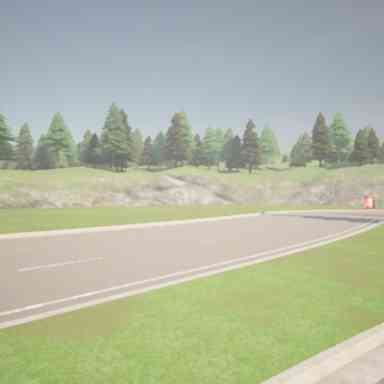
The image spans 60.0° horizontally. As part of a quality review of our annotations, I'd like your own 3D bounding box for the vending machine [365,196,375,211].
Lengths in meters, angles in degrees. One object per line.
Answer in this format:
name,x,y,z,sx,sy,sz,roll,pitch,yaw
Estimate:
vending machine,26.114,1.676,48.907,0.880,2.100,1.100,0,0,-1
